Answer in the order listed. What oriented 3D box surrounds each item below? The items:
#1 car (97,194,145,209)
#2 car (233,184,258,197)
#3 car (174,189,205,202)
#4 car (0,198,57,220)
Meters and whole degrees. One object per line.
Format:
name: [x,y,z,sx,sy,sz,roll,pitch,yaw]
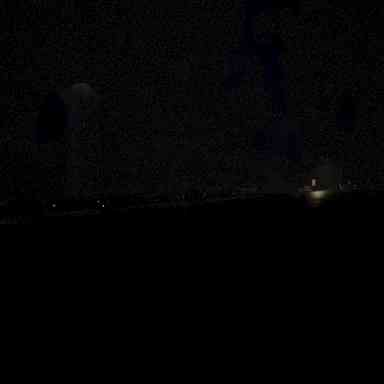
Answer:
car: [-6.799,0.864,32.003,1.895,1.301,4.718,-1,1,36]
car: [8.721,-0.293,53.573,2.150,2.045,5.566,-1,1,36]
car: [-0.222,0.400,41.201,1.837,1.490,4.892,-1,1,36]
car: [-12.526,1.145,23.914,2.033,1.411,5.357,-1,1,34]
